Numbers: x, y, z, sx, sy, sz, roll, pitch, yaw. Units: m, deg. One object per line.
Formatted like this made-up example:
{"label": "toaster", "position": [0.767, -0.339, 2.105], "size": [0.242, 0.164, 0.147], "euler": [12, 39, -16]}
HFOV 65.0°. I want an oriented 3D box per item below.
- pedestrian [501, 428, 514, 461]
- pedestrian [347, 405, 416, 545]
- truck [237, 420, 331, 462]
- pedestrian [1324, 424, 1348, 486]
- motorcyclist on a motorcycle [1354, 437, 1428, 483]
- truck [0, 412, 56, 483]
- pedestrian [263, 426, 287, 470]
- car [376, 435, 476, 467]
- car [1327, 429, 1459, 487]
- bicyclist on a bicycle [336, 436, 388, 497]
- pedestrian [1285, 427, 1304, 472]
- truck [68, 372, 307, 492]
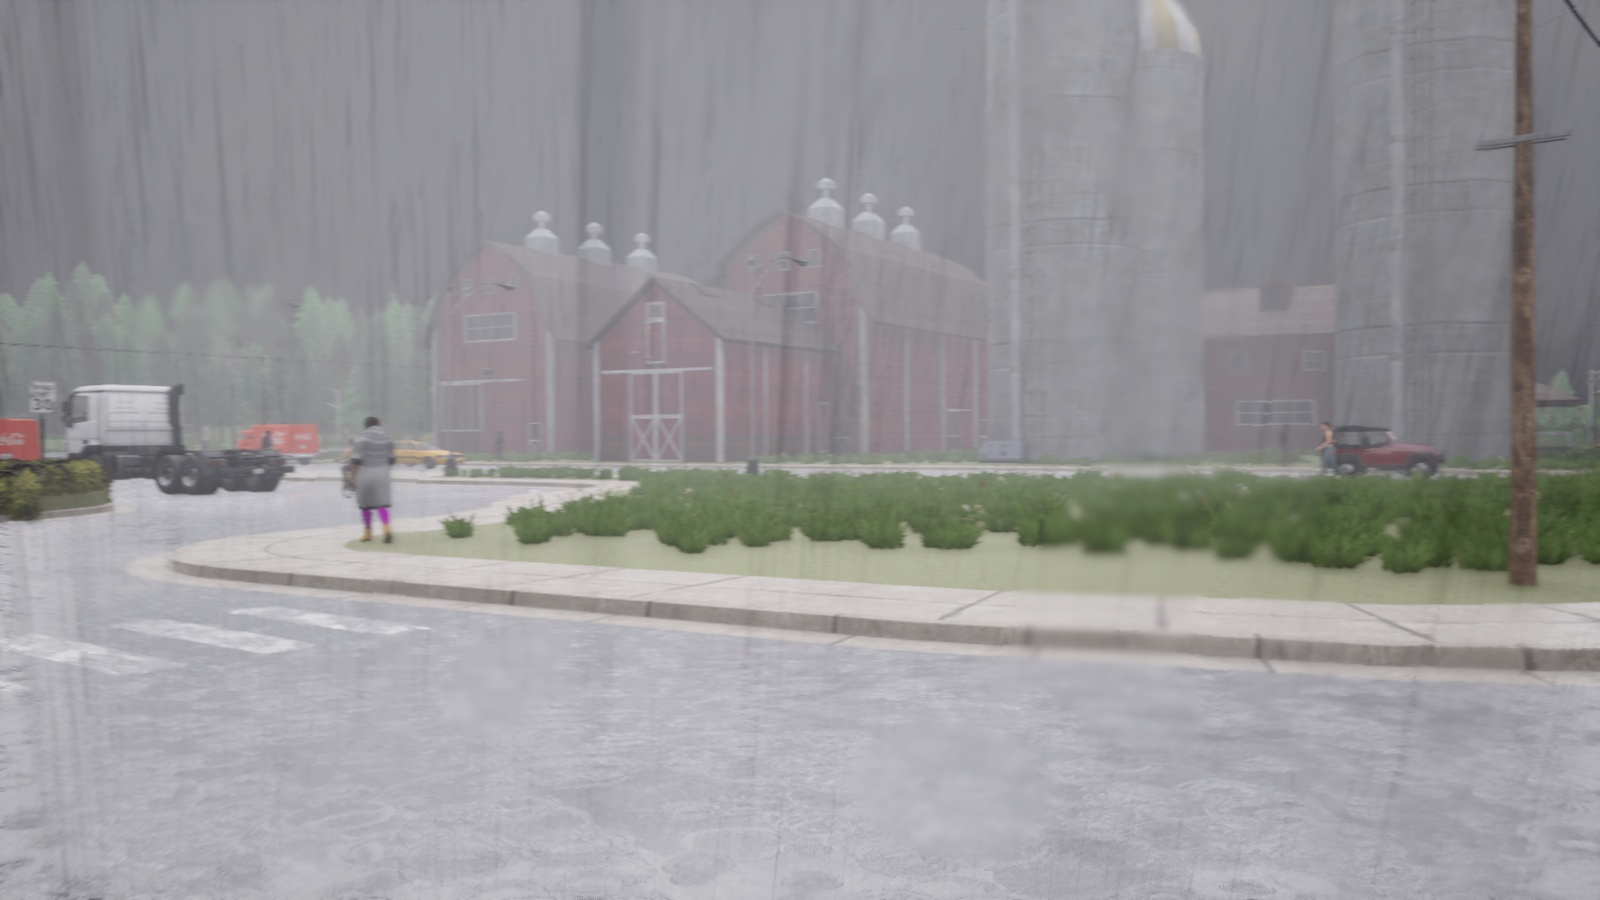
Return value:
{"label": "pedestrian", "position": [-17.180, -0.346, 73.807], "size": [0.666, 1.930, 0.402], "euler": [1, 1, 31]}
{"label": "pedestrian", "position": [-6.016, 0.345, 18.034], "size": [0.659, 1.952, 0.873], "euler": [-1, 1, -41]}
{"label": "truck", "position": [-31.448, -0.544, 76.507], "size": [5.204, 2.467, 2.627], "euler": [0, 1, 30]}
{"label": "pedestrian", "position": [15.901, 0.145, 37.277], "size": [0.594, 1.836, 0.345], "euler": [0, 1, 14]}
{"label": "motorcyclist on a motorcycle", "position": [21.449, 0.348, 45.575], "size": [2.350, 1.649, 0.766], "euler": [0, 1, 30]}
{"label": "truck", "position": [-29.738, -0.152, 45.523], "size": [5.204, 2.467, 2.627], "euler": [2, 1, 31]}
{"label": "pedestrian", "position": [-21.593, -0.082, 51.673], "size": [0.869, 1.805, 0.328], "euler": [0, 1, 13]}
{"label": "car", "position": [-19.539, 0.034, 65.491], "size": [5.366, 1.575, 1.801], "euler": [0, 1, 30]}
{"label": "car", "position": [19.992, 0.230, 42.366], "size": [3.866, 1.878, 1.905], "euler": [1, 1, 30]}
{"label": "bicyclist on a bicycle", "position": [-11.794, 0.427, 33.773], "size": [0.866, 1.612, 1.509], "euler": [0, 1, -39]}
{"label": "pedestrian", "position": [20.419, -0.024, 51.818], "size": [0.703, 1.840, 0.431], "euler": [0, 1, 22]}
{"label": "truck", "position": [-19.269, -0.568, 39.360], "size": [7.936, 3.462, 2.891], "euler": [1, 1, 31]}
